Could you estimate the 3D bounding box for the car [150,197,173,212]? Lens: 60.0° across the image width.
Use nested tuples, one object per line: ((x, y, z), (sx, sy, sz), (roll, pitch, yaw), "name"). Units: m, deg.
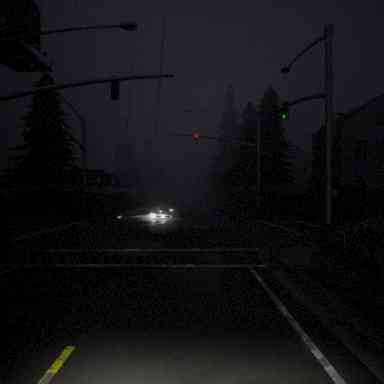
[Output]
((-3.627, 1.491, 38.102), (2.128, 1.511, 4.902), (0, 0, 0), "car")
